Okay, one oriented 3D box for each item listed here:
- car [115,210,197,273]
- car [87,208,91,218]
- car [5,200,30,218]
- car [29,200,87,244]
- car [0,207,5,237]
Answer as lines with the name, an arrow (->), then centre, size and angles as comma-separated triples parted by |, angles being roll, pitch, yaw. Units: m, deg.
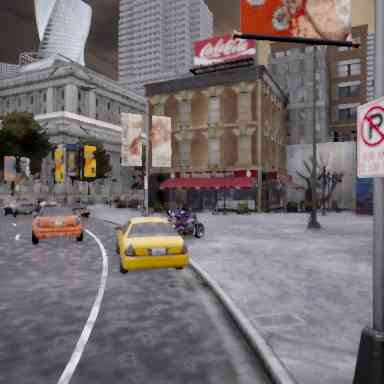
car -> -1.478, 1.455, 10.764 | 1.801, 1.575, 5.366 | 0, 0, -15
car -> -10.377, 1.585, 28.766 | 1.895, 1.301, 4.718 | 0, 0, -34
car -> -15.581, 1.481, 30.109 | 2.128, 1.511, 4.902 | 0, 0, -42
car -> -6.572, 1.361, 16.171 | 2.097, 1.767, 4.553 | 0, 0, -24
car -> -9.783, 1.564, 14.780 | 1.994, 1.385, 4.181 | 0, 0, -24
